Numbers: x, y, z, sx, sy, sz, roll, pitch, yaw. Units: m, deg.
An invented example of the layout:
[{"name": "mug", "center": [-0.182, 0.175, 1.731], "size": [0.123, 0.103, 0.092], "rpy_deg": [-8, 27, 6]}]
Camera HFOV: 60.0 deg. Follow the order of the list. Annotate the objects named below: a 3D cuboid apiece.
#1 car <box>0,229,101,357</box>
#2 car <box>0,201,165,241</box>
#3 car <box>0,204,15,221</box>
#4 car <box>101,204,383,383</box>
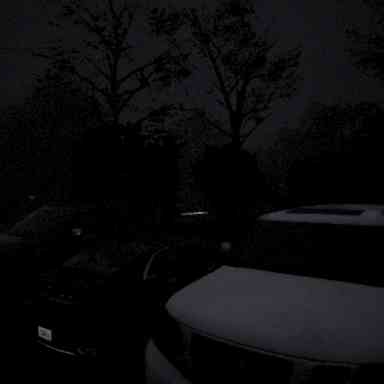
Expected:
[{"name": "car", "center": [-0.440, 1.494, 6.122], "size": [2.231, 1.521, 4.892], "rpy_deg": [0, 0, 35]}, {"name": "car", "center": [-2.634, 1.258, 7.646], "size": [2.435, 2.045, 5.566], "rpy_deg": [0, 0, 35]}, {"name": "car", "center": [-19.975, 2.065, 34.493], "size": [1.882, 1.535, 5.008], "rpy_deg": [-1, -1, -17]}, {"name": "car", "center": [1.826, 1.229, 4.492], "size": [2.435, 2.045, 5.566], "rpy_deg": [0, 0, 35]}]
